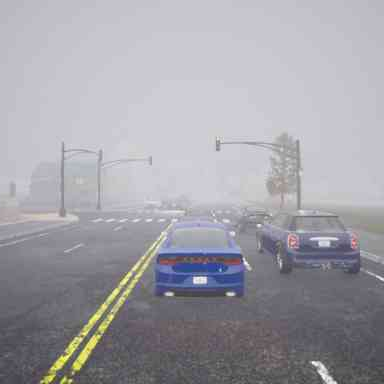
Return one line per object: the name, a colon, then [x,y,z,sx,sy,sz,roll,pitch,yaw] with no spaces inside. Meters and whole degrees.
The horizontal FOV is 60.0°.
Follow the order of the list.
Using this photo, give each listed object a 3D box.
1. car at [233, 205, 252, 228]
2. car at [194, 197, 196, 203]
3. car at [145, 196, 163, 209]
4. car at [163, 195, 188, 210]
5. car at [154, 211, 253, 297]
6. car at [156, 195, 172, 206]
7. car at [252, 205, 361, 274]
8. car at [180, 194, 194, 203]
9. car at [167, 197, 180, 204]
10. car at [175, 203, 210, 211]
car: [3.613,1.520,19.873,1.837,1.490,4.892,0,0,1]
car: [-0.139,1.744,74.204,1.895,1.301,4.718,0,0,4]
car: [-5.358,1.598,46.365,1.812,1.442,4.674,0,0,3]
car: [-2.182,1.557,44.607,2.128,1.511,4.902,0,0,3]
car: [0.167,1.483,8.628,1.882,1.535,5.008,0,0,0]
car: [-4.716,1.450,57.066,2.097,1.767,4.553,0,0,4]
car: [3.448,1.358,10.721,2.097,1.767,4.553,0,0,1]
car: [-1.359,1.321,58.703,2.150,2.045,5.566,0,0,4]
car: [-3.770,1.678,69.592,2.033,1.411,5.357,0,0,4]
car: [0.322,1.563,18.441,2.033,1.411,5.357,0,0,1]
